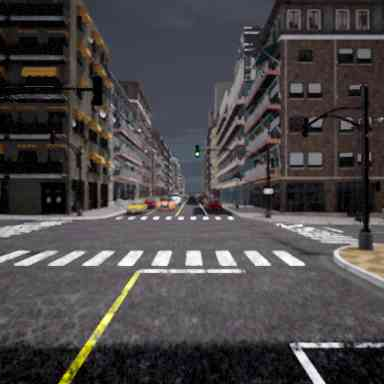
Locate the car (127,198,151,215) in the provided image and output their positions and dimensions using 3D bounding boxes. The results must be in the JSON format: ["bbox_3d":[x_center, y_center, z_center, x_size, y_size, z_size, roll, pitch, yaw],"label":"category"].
[{"bbox_3d":[-5.701,1.534,34.724,1.752,1.417,4.829,1,0,0],"label":"car"}]

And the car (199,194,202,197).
[{"bbox_3d":[2.658,1.341,79.073,2.192,1.841,5.009,1,0,0],"label":"car"}]

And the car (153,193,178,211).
[{"bbox_3d":[-3.109,1.362,39.774,2.097,1.767,4.553,0,0,0],"label":"car"}]

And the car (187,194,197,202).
[{"bbox_3d":[-0.040,1.311,76.643,2.097,1.767,4.553,0,0,0],"label":"car"}]

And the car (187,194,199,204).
[{"bbox_3d":[-0.033,1.523,66.250,1.837,1.490,4.892,0,0,0],"label":"car"}]

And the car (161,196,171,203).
[{"bbox_3d":[-5.722,1.574,73.558,2.008,1.369,4.403,1,0,0],"label":"car"}]

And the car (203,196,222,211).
[{"bbox_3d":[2.677,1.554,40.407,1.887,1.381,4.507,1,0,0],"label":"car"}]

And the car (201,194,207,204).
[{"bbox_3d":[2.675,1.452,45.931,1.967,1.590,4.097,1,0,0],"label":"car"}]

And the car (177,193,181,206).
[{"bbox_3d":[-3.080,1.238,56.202,2.150,2.045,5.566,0,0,1],"label":"car"}]

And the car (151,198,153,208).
[{"bbox_3d":[-5.707,1.557,45.941,1.887,1.381,4.507,1,0,0],"label":"car"}]

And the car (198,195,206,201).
[{"bbox_3d":[2.650,1.598,90.119,1.947,1.339,4.313,1,0,0],"label":"car"}]

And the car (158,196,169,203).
[{"bbox_3d":[-5.719,1.546,67.865,1.752,1.417,4.829,1,0,0],"label":"car"}]

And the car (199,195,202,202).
[{"bbox_3d":[2.667,1.597,56.978,1.802,1.307,4.206,1,0,0],"label":"car"}]
